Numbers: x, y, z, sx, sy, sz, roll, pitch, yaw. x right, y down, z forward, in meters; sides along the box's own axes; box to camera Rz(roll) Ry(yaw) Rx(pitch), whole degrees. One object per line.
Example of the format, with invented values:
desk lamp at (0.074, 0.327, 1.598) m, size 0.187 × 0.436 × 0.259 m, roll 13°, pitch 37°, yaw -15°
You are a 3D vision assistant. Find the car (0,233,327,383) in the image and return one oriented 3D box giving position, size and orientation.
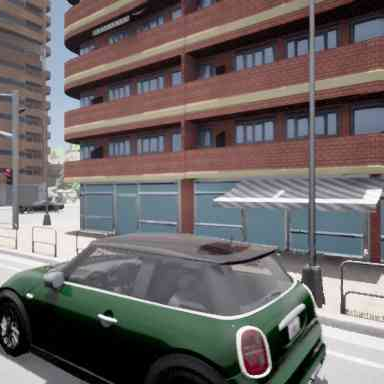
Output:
car at (-0.721, 1.353, 4.508) m, size 4.553 × 1.767 × 2.097 m, roll 0°, pitch 0°, yaw 36°

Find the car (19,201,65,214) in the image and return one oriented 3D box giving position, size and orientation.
car at (-16.291, 1.600, 35.728) m, size 1.895 × 1.301 × 4.718 m, roll 0°, pitch 0°, yaw 36°
